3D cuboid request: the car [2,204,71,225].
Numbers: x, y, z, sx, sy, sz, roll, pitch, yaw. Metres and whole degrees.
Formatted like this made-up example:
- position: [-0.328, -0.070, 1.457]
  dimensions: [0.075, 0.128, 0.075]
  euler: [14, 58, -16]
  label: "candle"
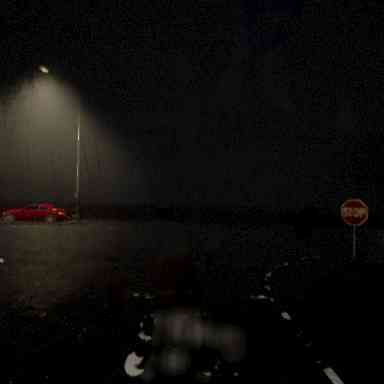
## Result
- position: [-11.267, 1.571, 24.217]
  dimensions: [4.674, 1.442, 1.812]
  euler: [2, 0, 0]
  label: "car"
